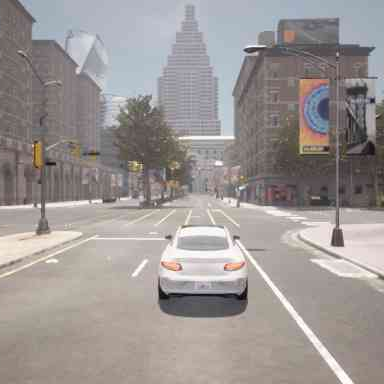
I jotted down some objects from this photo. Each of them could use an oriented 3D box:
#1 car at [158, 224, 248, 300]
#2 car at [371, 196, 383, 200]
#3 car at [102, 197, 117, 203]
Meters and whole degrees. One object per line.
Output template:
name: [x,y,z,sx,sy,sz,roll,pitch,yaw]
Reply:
car: [0.261,1.526,8.285,1.812,1.442,4.674,0,0,2]
car: [35.971,1.481,67.558,2.231,1.521,4.892,0,0,1]
car: [-16.742,1.595,67.350,1.895,1.301,4.718,0,0,1]
